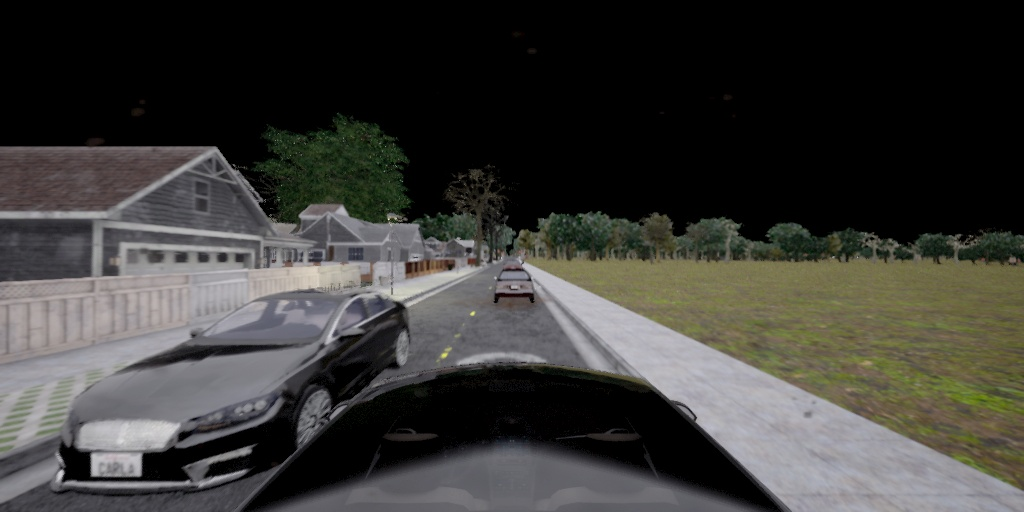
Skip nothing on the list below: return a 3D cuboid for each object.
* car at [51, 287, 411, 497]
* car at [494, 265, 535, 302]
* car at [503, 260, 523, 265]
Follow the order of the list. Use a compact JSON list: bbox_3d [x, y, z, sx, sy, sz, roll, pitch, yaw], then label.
[{"bbox_3d":[-2.850,1.248,5.037,2.128,1.511,4.902,0,0,0],"label":"car"},{"bbox_3d":[0.099,1.327,17.257,2.033,1.411,5.357,0,0,0],"label":"car"},{"bbox_3d":[0.101,1.169,38.486,2.097,1.767,4.553,0,0,0],"label":"car"}]
